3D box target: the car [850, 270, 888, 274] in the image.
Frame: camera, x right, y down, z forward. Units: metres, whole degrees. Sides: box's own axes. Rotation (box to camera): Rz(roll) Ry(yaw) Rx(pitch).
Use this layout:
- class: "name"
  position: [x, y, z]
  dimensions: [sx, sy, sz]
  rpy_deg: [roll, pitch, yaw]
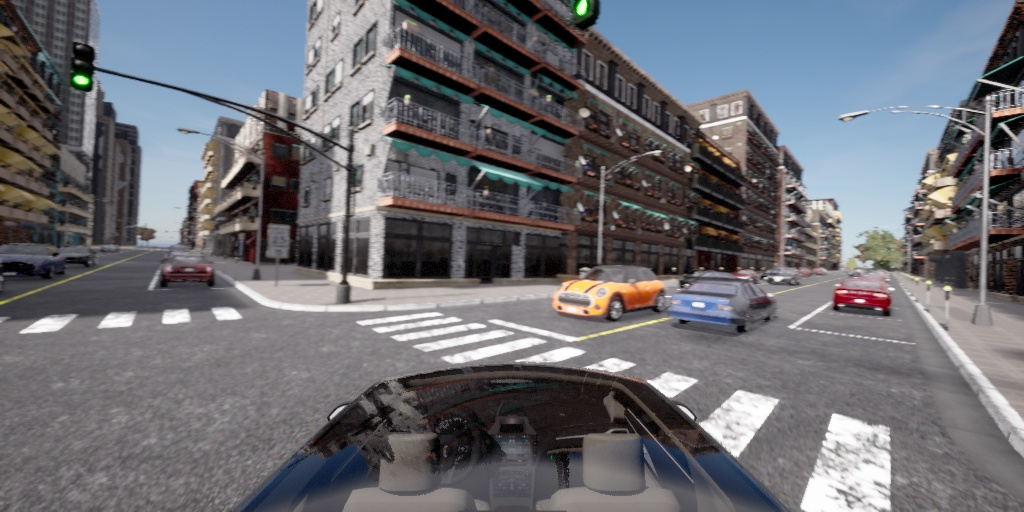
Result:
- class: "car"
  position: [27.422, 2.046, 27.382]
  dimensions: [4.507, 1.381, 1.888]
  rpy_deg: [0, 0, -44]

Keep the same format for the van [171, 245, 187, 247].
- class: "van"
  position: [-38.836, -0.329, 41.789]
  dimensions: [1.690, 1.789, 3.998]
  rpy_deg: [0, 0, -43]

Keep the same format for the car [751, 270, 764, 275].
- class: "car"
  position: [21.662, 1.902, 33.467]
  dimensions: [4.207, 1.307, 1.802]
  rpy_deg: [0, 0, -44]

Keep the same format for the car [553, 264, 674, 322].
- class: "car"
  position: [3.510, 1.117, 12.541]
  dimensions: [4.553, 1.767, 2.097]
  rpy_deg: [2, 0, -43]

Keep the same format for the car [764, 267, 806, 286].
- class: "car"
  position: [25.189, 1.922, 33.173]
  dimensions: [4.902, 1.511, 2.128]
  rpy_deg: [2, 0, -43]

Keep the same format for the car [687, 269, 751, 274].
- class: "car"
  position: [11.612, 1.577, 20.246]
  dimensions: [4.181, 1.385, 1.994]
  rpy_deg: [2, 0, -44]

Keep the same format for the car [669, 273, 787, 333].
- class: "car"
  position: [6.828, 1.415, 11.383]
  dimensions: [5.357, 1.411, 2.033]
  rpy_deg: [2, 0, -44]

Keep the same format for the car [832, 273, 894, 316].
- class: "car"
  position: [15.205, 1.671, 15.591]
  dimensions: [4.507, 1.381, 1.888]
  rpy_deg: [0, 0, -44]

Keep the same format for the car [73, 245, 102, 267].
- class: "car"
  position: [-32.242, 0.005, 26.465]
  dimensions: [1.837, 1.490, 4.892]
  rpy_deg: [3, -1, -43]

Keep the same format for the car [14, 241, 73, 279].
- class: "car"
  position: [-23.927, 0.155, 17.670]
  dimensions: [2.097, 1.767, 4.553]
  rpy_deg: [3, -1, -44]

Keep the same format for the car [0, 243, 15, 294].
- class: "car"
  position: [-17.077, 0.405, 10.330]
  dimensions: [2.097, 1.767, 4.553]
  rpy_deg: [3, -1, -41]

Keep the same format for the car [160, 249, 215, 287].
- class: "car"
  position: [-16.019, 0.600, 17.679]
  dimensions: [1.967, 1.591, 4.097]
  rpy_deg: [0, 0, -43]
